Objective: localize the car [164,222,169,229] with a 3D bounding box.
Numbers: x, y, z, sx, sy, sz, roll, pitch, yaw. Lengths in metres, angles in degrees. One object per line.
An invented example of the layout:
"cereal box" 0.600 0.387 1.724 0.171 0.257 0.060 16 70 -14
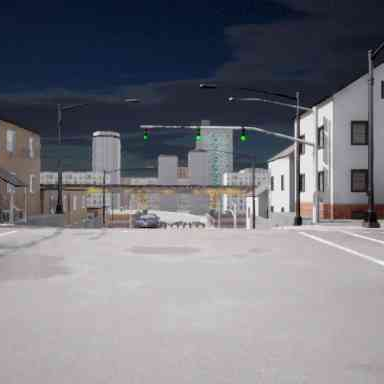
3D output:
"car" -3.762 4.203 37.899 1.994 1.385 4.181 0 -12 -1

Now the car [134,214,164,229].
"car" -3.645 2.561 27.986 1.812 1.442 4.674 0 -9 0
